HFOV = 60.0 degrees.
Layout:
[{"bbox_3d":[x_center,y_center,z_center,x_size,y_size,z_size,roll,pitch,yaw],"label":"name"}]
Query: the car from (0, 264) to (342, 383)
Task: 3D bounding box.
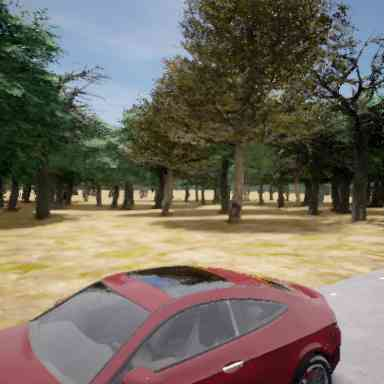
[{"bbox_3d":[-0.404,1.534,3.160,4.674,1.442,1.812,0,0,-36],"label":"car"}]
